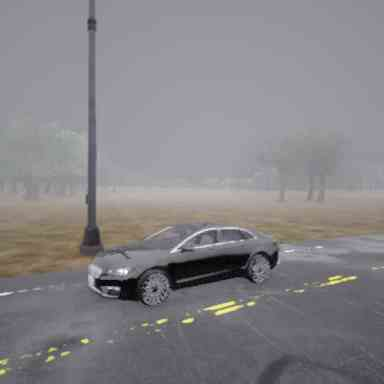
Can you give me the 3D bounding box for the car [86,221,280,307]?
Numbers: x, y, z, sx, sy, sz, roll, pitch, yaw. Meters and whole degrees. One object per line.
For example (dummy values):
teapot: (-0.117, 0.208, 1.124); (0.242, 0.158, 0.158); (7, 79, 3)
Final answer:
car: (0.005, 1.506, 8.066); (4.902, 1.511, 2.128); (0, 0, -34)
